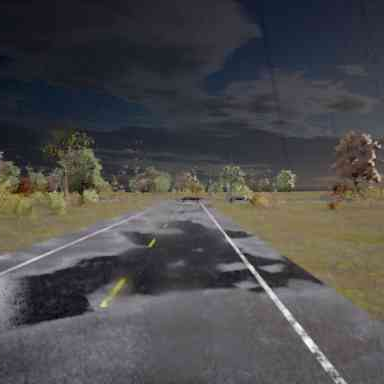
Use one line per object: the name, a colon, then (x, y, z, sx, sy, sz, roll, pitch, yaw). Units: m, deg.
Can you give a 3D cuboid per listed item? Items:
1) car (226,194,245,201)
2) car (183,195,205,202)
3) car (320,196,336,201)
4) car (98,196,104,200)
car: (11.128, 1.392, 85.454, 4.553, 1.767, 2.097, 0, 0, -2)
car: (0.439, 1.491, 78.154, 5.008, 1.535, 1.882, 0, 0, -2)
car: (35.293, 1.666, 86.161, 4.181, 1.385, 1.994, 0, 0, -2)
car: (-24.887, 1.411, 84.471, 4.902, 1.511, 2.128, 0, 0, -2)
